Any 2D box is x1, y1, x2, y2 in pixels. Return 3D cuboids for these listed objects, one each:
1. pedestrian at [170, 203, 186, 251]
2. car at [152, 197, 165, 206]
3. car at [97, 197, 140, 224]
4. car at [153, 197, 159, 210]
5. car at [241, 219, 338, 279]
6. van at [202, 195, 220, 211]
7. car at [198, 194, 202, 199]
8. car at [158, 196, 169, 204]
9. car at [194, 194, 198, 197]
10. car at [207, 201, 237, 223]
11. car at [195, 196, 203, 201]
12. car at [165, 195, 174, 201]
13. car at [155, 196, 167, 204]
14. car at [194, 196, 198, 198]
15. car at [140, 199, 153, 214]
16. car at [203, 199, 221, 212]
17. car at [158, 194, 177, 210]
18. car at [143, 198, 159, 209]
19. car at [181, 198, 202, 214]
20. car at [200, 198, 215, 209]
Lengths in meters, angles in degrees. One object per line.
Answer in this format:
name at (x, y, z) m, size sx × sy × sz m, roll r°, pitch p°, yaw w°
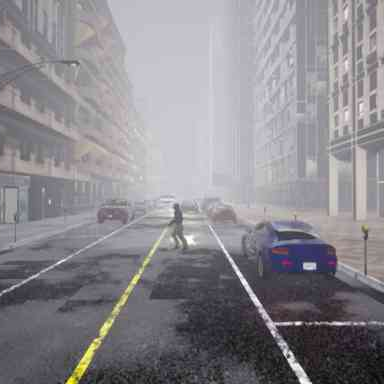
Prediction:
pedestrian at (-0.536, 1.296, 12.700) m, size 0.375 × 1.860 × 0.375 m, roll 1°, pitch -1°, yaw -1°
car at (-5.838, 1.599, 58.099) m, size 1.887 × 1.381 × 4.507 m, roll 1°, pitch 0°, yaw -1°
car at (-5.531, 1.324, 24.884) m, size 2.192 × 1.841 × 5.009 m, roll 1°, pitch 0°, yaw -1°
car at (-5.686, 1.579, 41.490) m, size 2.008 × 1.369 × 4.403 m, roll 1°, pitch 0°, yaw -1°
car at (2.662, 1.527, 9.883) m, size 1.812 × 1.442 × 4.674 m, roll 0°, pitch 0°, yaw -1°
van at (2.247, 1.362, 36.037) m, size 1.690 × 1.788 × 3.998 m, roll 1°, pitch 0°, yaw -1°
car at (2.196, 1.343, 41.573) m, size 2.192 × 1.841 × 5.009 m, roll 1°, pitch 0°, yaw -1°
car at (-5.939, 1.622, 69.171) m, size 1.887 × 1.381 × 4.507 m, roll 0°, pitch 0°, yaw -1°
car at (1.838, 1.671, 80.321) m, size 1.947 × 1.339 × 4.313 m, roll 0°, pitch 0°, yaw -1°
car at (2.346, 1.591, 24.968) m, size 1.802 × 1.307 × 4.206 m, roll 1°, pitch 0°, yaw -1°
car at (1.786, 1.647, 86.027) m, size 1.752 × 1.417 × 4.829 m, roll 0°, pitch 0°, yaw -1°
car at (-6.142, 1.578, 91.312) m, size 1.967 × 1.590 × 4.097 m, roll 0°, pitch 0°, yaw -1°
car at (-5.888, 1.505, 63.634) m, size 1.967 × 1.590 × 4.097 m, roll 1°, pitch 0°, yaw -1°
car at (-0.393, 1.638, 47.303) m, size 1.895 × 1.301 × 4.718 m, roll 0°, pitch 0°, yaw 0°
car at (-5.636, 1.603, 35.955) m, size 1.802 × 1.307 × 4.206 m, roll 1°, pitch 0°, yaw -1°
car at (2.295, 1.596, 30.504) m, size 1.802 × 1.307 × 4.206 m, roll 1°, pitch 0°, yaw -1°
car at (-3.251, 1.254, 44.539) m, size 2.150 × 2.045 × 5.566 m, roll 0°, pitch 0°, yaw 0°
car at (-5.737, 1.618, 47.027) m, size 1.802 × 1.307 × 4.206 m, roll 1°, pitch 0°, yaw -1°
car at (-0.244, 1.622, 36.180) m, size 1.895 × 1.301 × 4.718 m, roll 0°, pitch 0°, yaw 0°
car at (2.143, 1.618, 47.109) m, size 1.802 × 1.307 × 4.206 m, roll 0°, pitch 0°, yaw -1°
